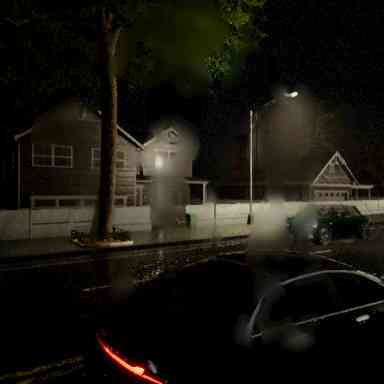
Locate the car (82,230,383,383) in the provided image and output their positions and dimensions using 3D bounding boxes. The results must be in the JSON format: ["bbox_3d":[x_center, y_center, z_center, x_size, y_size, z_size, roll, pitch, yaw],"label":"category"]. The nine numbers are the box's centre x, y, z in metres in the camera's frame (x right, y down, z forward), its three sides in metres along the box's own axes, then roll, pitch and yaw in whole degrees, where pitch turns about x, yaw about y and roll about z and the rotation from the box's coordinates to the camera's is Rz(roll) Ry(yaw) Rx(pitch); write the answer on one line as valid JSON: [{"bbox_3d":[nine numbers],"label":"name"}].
[{"bbox_3d":[1.220,1.504,4.092,4.892,1.490,1.837,0,0,-33],"label":"car"}]

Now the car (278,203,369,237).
[{"bbox_3d":[6.072,1.347,15.305,4.553,1.767,2.097,0,0,-33],"label":"car"}]
